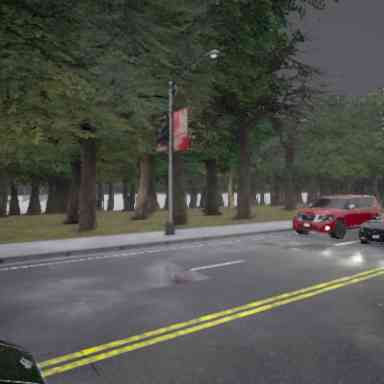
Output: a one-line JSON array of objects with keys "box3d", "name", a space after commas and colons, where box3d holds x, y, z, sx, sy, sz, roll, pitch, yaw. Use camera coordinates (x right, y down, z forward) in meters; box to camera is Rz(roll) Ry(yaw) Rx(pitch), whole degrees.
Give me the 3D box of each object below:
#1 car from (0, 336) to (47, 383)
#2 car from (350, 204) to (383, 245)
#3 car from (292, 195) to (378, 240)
[{"box3d": [-2.929, 1.357, 1.352, 4.553, 1.767, 2.097, 0, 0, -35], "name": "car"}, {"box3d": [9.071, 1.432, 14.175, 5.008, 1.535, 1.882, 0, 0, -36], "name": "car"}, {"box3d": [7.589, 1.175, 17.111, 5.566, 2.045, 2.150, 0, 0, -36], "name": "car"}]
